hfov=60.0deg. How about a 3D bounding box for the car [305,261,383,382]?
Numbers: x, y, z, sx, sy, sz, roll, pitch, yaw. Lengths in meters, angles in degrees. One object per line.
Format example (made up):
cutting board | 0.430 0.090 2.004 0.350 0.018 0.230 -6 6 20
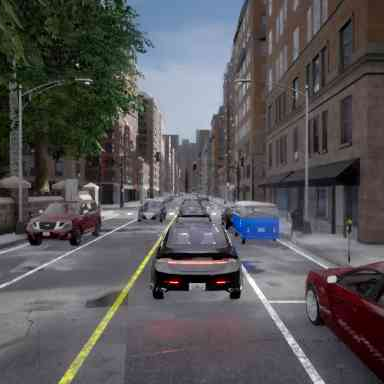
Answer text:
car | 2.853 1.544 4.188 1.887 1.381 4.507 0 0 0

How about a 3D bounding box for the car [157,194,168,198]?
car | -5.697 1.480 58.984 1.752 1.417 4.829 0 0 0

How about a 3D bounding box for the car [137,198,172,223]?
car | -3.014 1.483 25.783 2.128 1.511 4.902 0 0 0

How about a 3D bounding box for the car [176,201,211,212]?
car | 0.090 1.485 18.348 2.128 1.511 4.902 0 0 0

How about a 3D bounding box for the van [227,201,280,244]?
van | 2.848 1.336 15.509 1.690 1.788 3.998 0 0 0

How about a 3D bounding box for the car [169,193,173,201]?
car | -5.702 1.493 70.055 1.887 1.381 4.507 0 0 0

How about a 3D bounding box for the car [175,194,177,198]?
car | -5.709 1.496 86.408 2.008 1.369 4.403 0 0 0

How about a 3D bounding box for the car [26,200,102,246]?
car | -5.677 1.310 15.465 2.192 1.841 5.009 0 0 0

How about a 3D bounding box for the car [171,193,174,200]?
car | -5.704 1.491 75.506 1.887 1.381 4.507 0 0 0

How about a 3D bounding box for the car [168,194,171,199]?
car | -5.699 1.502 64.604 2.008 1.369 4.403 0 0 0

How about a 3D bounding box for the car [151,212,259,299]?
car | 0.096 1.490 8.409 2.128 1.511 4.902 0 0 0

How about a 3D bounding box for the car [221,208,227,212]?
car | 2.846 1.557 21.169 1.947 1.339 4.313 0 0 0

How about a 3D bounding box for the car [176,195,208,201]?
car | -0.014 1.338 27.526 2.097 1.767 4.553 0 0 0

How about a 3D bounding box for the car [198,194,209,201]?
car | 2.820 1.386 75.546 1.967 1.590 4.097 0 0 0
